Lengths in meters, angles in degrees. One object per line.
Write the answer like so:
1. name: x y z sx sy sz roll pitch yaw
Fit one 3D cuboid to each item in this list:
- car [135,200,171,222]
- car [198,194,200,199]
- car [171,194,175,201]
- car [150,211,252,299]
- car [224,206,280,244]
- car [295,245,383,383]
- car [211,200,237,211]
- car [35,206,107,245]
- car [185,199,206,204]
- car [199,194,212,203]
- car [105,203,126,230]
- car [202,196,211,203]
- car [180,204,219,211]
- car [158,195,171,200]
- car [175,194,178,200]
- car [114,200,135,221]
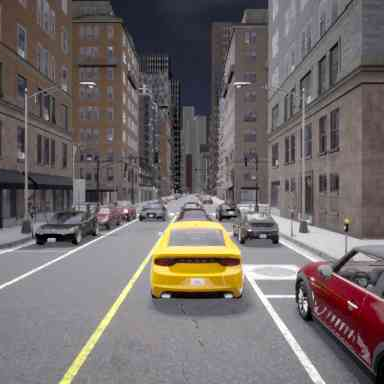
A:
1. car: -3.002 1.568 26.486 1.994 1.385 4.181 0 0 0
2. car: 2.949 1.615 74.496 2.008 1.369 4.403 0 0 0
3. car: -5.576 1.615 74.512 2.008 1.369 4.403 0 0 0
4. car: 0.099 1.478 8.512 1.882 1.535 5.008 0 0 0
5. car: 2.864 1.552 15.585 2.008 1.369 4.403 0 0 0
6. car: 2.858 1.440 4.582 1.967 1.590 4.097 0 0 0
7. car: 2.870 1.569 26.588 1.947 1.339 4.313 0 0 0
8. car: -5.661 1.567 15.590 1.947 1.339 4.313 0 0 0
9. car: 0.014 1.529 26.317 1.812 1.442 4.674 0 0 2
10. car: 2.923 1.483 63.678 1.967 1.590 4.097 0 0 0
11. car: -5.658 1.584 21.091 1.802 1.307 4.206 0 0 0
12. car: 2.936 1.579 69.257 1.752 1.417 4.829 0 0 0
13. car: 0.116 1.565 17.506 1.994 1.385 4.181 0 0 0
14. car: -5.601 1.625 63.695 1.802 1.307 4.206 0 0 0
15. car: -5.539 1.636 90.568 1.752 1.417 4.829 0 0 0
16. car: -5.656 1.443 26.593 1.967 1.590 4.097 0 0 0
